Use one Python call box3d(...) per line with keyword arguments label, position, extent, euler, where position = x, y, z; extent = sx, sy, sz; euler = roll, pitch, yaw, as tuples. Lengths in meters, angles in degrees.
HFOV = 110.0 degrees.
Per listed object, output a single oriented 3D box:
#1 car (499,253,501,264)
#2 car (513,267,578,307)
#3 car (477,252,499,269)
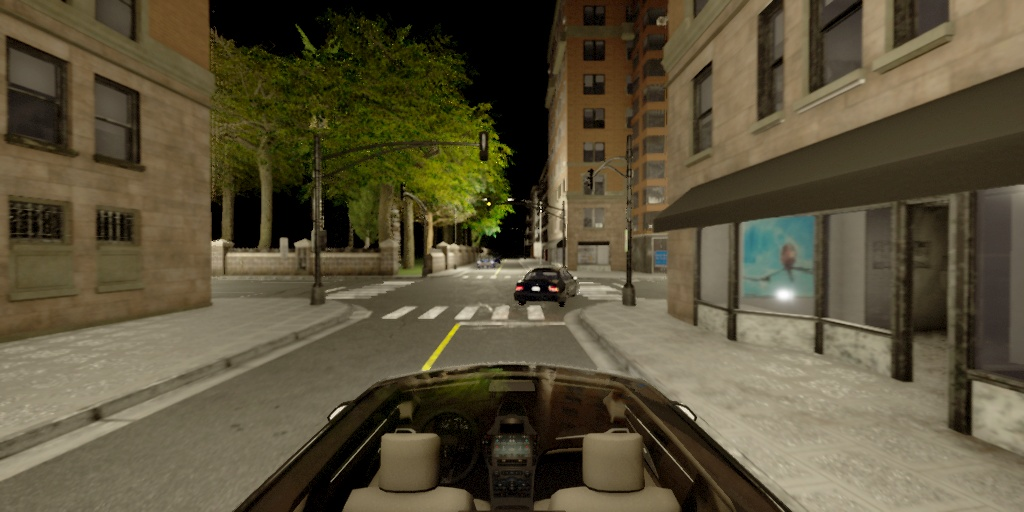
box3d(label="car", position=(-3.039, 0.324, 61.725), extent=(2.150, 2.045, 5.566), euler=(0, 1, 1))
box3d(label="car", position=(1.570, 1.172, 14.906), extent=(2.033, 1.411, 5.357), euler=(0, 1, 17))
box3d(label="car", position=(-3.086, 0.664, 43.763), extent=(2.097, 1.767, 4.553), euler=(0, 1, 0))
